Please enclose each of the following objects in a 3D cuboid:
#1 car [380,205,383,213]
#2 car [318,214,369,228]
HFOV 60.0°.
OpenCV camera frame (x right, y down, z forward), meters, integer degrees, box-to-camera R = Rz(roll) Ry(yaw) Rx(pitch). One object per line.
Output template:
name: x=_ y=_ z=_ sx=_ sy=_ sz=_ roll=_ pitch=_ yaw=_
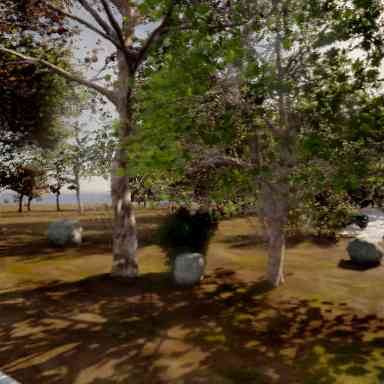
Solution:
car: x=23.844 y=1.715 z=37.732 sx=4.674 sy=1.442 sz=1.812 roll=1 pitch=0 yaw=-6
car: x=9.874 y=1.683 z=22.431 sx=1.895 sy=1.301 sz=4.718 roll=0 pitch=0 yaw=0
